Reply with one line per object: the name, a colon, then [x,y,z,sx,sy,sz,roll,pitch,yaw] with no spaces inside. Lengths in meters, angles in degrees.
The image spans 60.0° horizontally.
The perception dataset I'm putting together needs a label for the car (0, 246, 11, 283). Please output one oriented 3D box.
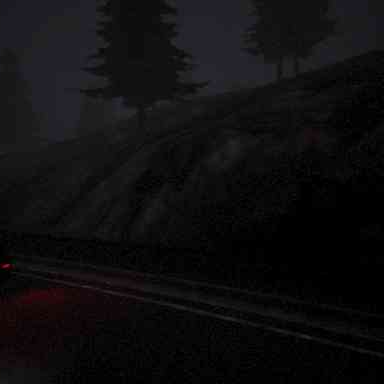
car: [-6.113,1.459,7.566,4.674,1.442,1.812,0,1,28]
